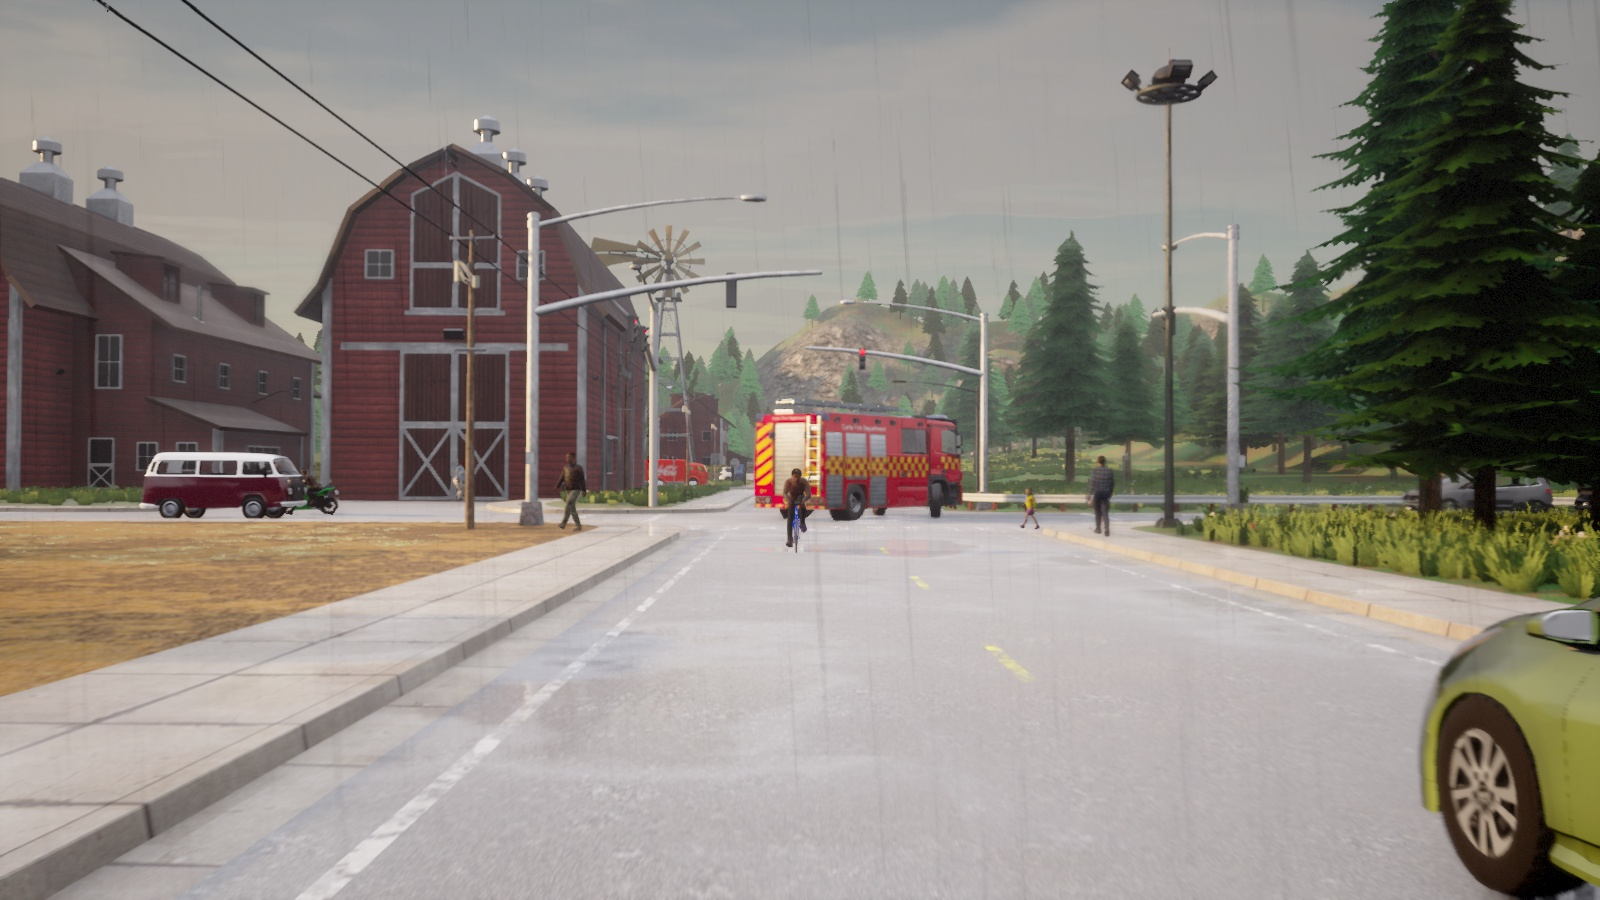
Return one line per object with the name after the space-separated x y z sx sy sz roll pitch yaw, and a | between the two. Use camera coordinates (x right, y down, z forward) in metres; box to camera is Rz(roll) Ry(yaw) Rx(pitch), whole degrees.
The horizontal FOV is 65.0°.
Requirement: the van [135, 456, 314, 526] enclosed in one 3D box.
-17.363 1.228 38.068 4.480 2.038 2.069 0 -1 -1 | van

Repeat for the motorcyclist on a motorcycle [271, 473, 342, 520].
-16.338 1.527 41.586 2.044 1.523 0.797 0 -1 -1 | motorcyclist on a motorcycle

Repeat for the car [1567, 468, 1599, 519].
26.885 1.325 38.977 5.008 1.535 1.882 0 -1 -1 | car

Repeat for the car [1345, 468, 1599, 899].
3.491 0.807 3.442 2.007 1.525 4.514 0 -1 0 | car

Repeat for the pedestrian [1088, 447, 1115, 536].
6.733 0.923 28.077 0.423 1.949 0.788 0 -1 2 | pedestrian

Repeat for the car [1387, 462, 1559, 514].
22.650 1.266 42.393 4.611 1.667 2.242 0 -1 -1 | car

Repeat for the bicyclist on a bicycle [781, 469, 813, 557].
-0.059 1.183 24.243 0.582 1.620 1.656 0 -1 0 | bicyclist on a bicycle

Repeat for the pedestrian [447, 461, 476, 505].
-14.582 1.416 54.136 0.900 1.855 0.874 0 -1 11 | pedestrian

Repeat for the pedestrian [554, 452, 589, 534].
-5.156 0.966 28.351 0.431 1.840 0.703 -1 -1 31 | pedestrian

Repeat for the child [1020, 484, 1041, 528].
6.094 1.473 33.202 0.473 1.160 0.299 0 -1 -5 | child

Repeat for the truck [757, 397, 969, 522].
2.338 0.354 42.536 2.891 3.827 8.468 -1 -1 37 | truck
